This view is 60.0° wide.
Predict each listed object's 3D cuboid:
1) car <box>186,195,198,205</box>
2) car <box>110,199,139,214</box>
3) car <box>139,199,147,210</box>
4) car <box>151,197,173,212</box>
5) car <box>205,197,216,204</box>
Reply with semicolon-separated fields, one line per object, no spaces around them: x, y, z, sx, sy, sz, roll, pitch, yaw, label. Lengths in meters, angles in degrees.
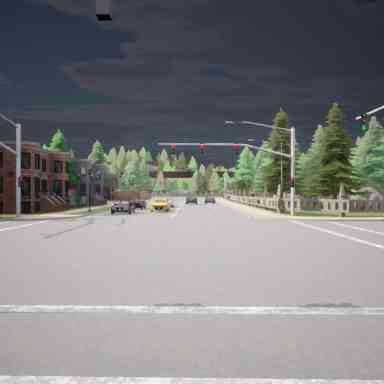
-0.069;1.352;60.161;2.097;1.767;4.553;0;0;0;car
-7.137;1.564;34.791;1.994;1.385;4.181;0;0;0;car
-7.136;1.601;43.543;1.895;1.301;4.718;0;0;0;car
-3.639;1.477;38.767;1.882;1.535;5.008;0;0;0;car
3.526;1.564;65.142;1.994;1.385;4.181;0;0;0;car
